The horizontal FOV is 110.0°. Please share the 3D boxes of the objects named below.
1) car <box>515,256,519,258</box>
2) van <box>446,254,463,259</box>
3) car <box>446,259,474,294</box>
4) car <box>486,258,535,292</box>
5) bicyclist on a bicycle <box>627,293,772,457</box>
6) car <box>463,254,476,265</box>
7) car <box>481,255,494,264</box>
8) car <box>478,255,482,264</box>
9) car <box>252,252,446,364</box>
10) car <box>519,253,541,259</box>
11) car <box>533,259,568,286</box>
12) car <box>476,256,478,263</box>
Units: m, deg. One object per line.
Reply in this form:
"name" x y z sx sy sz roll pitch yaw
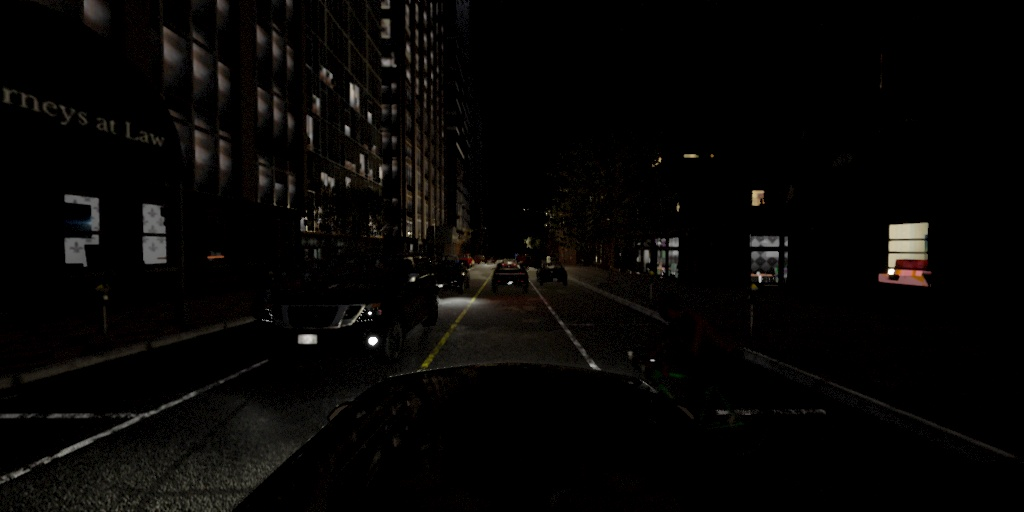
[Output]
"car" -0.355 0.973 40.700 1.895 1.301 4.718 0 1 -1
"van" -6.069 0.774 34.514 1.690 1.789 3.998 0 0 -1
"car" -3.284 1.089 18.841 1.837 1.490 4.892 0 1 -1
"car" -0.106 1.066 19.682 2.128 1.511 4.902 0 0 -1
"bicyclist on a bicycle" 1.703 1.179 3.485 1.656 1.620 0.582 -2 1 -1
"car" -6.198 0.640 45.582 2.192 1.841 5.009 0 0 -1
"car" -3.757 0.694 61.671 1.812 1.442 4.674 0 1 0
"car" -6.392 0.708 62.184 1.888 1.381 4.507 0 0 -1
"car" -3.171 0.909 8.273 2.150 2.045 5.566 0 0 -1
"car" 2.247 0.692 40.136 2.192 1.841 5.009 0 0 -1
"car" 2.461 1.096 22.799 2.007 1.370 4.403 0 0 -1
"car" -6.261 0.796 50.946 1.751 1.417 4.829 0 0 -1
